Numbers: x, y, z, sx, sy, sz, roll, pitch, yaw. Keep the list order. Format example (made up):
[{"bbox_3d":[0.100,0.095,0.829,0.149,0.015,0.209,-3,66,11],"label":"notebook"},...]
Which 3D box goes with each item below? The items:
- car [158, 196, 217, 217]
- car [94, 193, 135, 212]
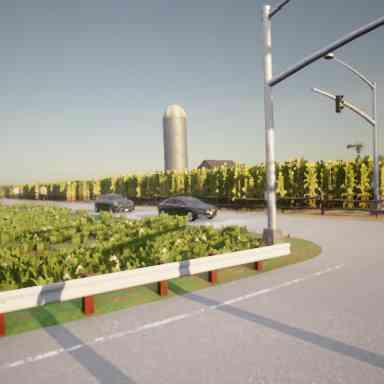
[{"bbox_3d":[-0.415,1.076,22.249,1.837,1.490,4.892,-4,2,-40],"label":"car"},{"bbox_3d":[-7.057,0.964,30.062,2.097,1.767,4.553,-4,2,-40],"label":"car"}]
